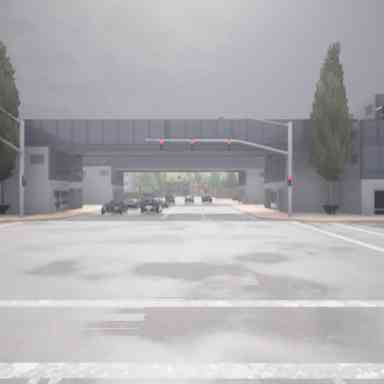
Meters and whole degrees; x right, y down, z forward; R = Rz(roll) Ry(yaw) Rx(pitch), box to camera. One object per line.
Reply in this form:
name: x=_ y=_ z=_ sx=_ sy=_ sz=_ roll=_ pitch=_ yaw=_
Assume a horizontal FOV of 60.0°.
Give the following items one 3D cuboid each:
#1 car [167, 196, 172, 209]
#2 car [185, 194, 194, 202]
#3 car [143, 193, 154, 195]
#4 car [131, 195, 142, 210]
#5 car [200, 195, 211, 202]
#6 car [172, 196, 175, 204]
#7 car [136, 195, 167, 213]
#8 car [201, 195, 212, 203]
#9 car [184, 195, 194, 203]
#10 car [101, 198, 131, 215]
car: x=-4.231 y=1.504 z=45.140 sx=1.994 sy=1.385 sz=4.181 roll=0 pitch=0 yaw=1
car: x=-0.482 y=1.300 z=74.704 sx=1.882 sy=1.535 sz=5.008 roll=0 pitch=0 yaw=0
car: x=-7.670 y=1.141 z=58.415 sx=2.150 sy=2.045 sz=5.566 roll=0 pitch=1 yaw=-2
car: x=-7.753 y=1.490 z=42.905 sx=2.033 sy=1.411 sz=5.357 roll=0 pitch=0 yaw=0
car: x=3.018 y=1.338 z=74.612 sx=2.128 sy=1.511 sz=4.902 roll=0 pitch=0 yaw=0
car: x=-4.116 y=1.427 z=60.889 sx=1.837 sy=1.490 sz=4.892 roll=0 pitch=0 yaw=1
car: x=-4.277 y=1.445 z=35.736 sx=2.128 sy=1.511 sz=4.902 roll=0 pitch=0 yaw=1
car: x=2.966 y=1.419 z=65.224 sx=1.837 sy=1.490 sz=4.892 roll=0 pitch=0 yaw=0
car: x=-0.535 y=1.462 z=65.017 sx=2.033 sy=1.411 sz=5.357 roll=0 pitch=0 yaw=0
car: x=-7.799 y=1.520 z=33.703 sx=1.994 sy=1.385 sz=4.181 roll=0 pitch=0 yaw=1
